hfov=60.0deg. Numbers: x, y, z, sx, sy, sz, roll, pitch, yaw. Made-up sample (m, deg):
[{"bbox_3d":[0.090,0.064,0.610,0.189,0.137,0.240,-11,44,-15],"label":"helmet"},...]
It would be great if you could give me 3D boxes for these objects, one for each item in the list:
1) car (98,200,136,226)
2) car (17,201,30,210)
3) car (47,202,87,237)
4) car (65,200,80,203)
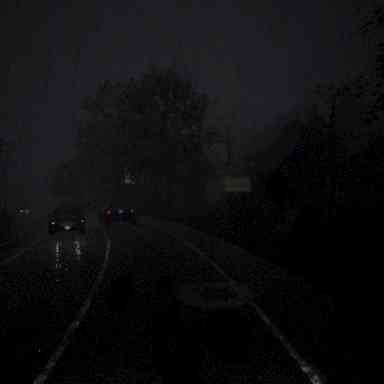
[{"bbox_3d":[-5.594,1.376,24.234,2.097,1.767,4.553,-3,0,-23],"label":"car"},{"bbox_3d":[-28.261,2.244,55.670,2.128,1.511,4.902,-3,1,-29],"label":"car"},{"bbox_3d":[-7.242,1.599,19.366,2.128,1.511,4.902,-2,0,-21],"label":"car"},{"bbox_3d":[-14.317,1.754,39.794,1.882,1.535,5.008,-4,1,-33],"label":"car"}]
